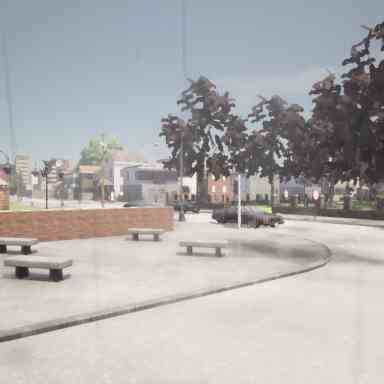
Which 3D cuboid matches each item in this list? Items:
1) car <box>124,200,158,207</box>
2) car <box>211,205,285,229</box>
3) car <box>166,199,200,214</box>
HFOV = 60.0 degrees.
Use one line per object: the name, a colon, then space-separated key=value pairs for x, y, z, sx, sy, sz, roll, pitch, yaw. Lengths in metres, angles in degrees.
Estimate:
car: x=-5.310 y=1.546 z=34.434 sx=2.033 sy=1.411 sz=5.357 roll=0 pitch=0 yaw=-35
car: x=3.499 y=1.546 z=22.016 sx=2.033 sy=1.411 sz=5.357 roll=0 pitch=0 yaw=-35
car: x=-1.065 y=1.502 z=35.651 sx=1.837 sy=1.490 sz=4.892 roll=0 pitch=0 yaw=-36
